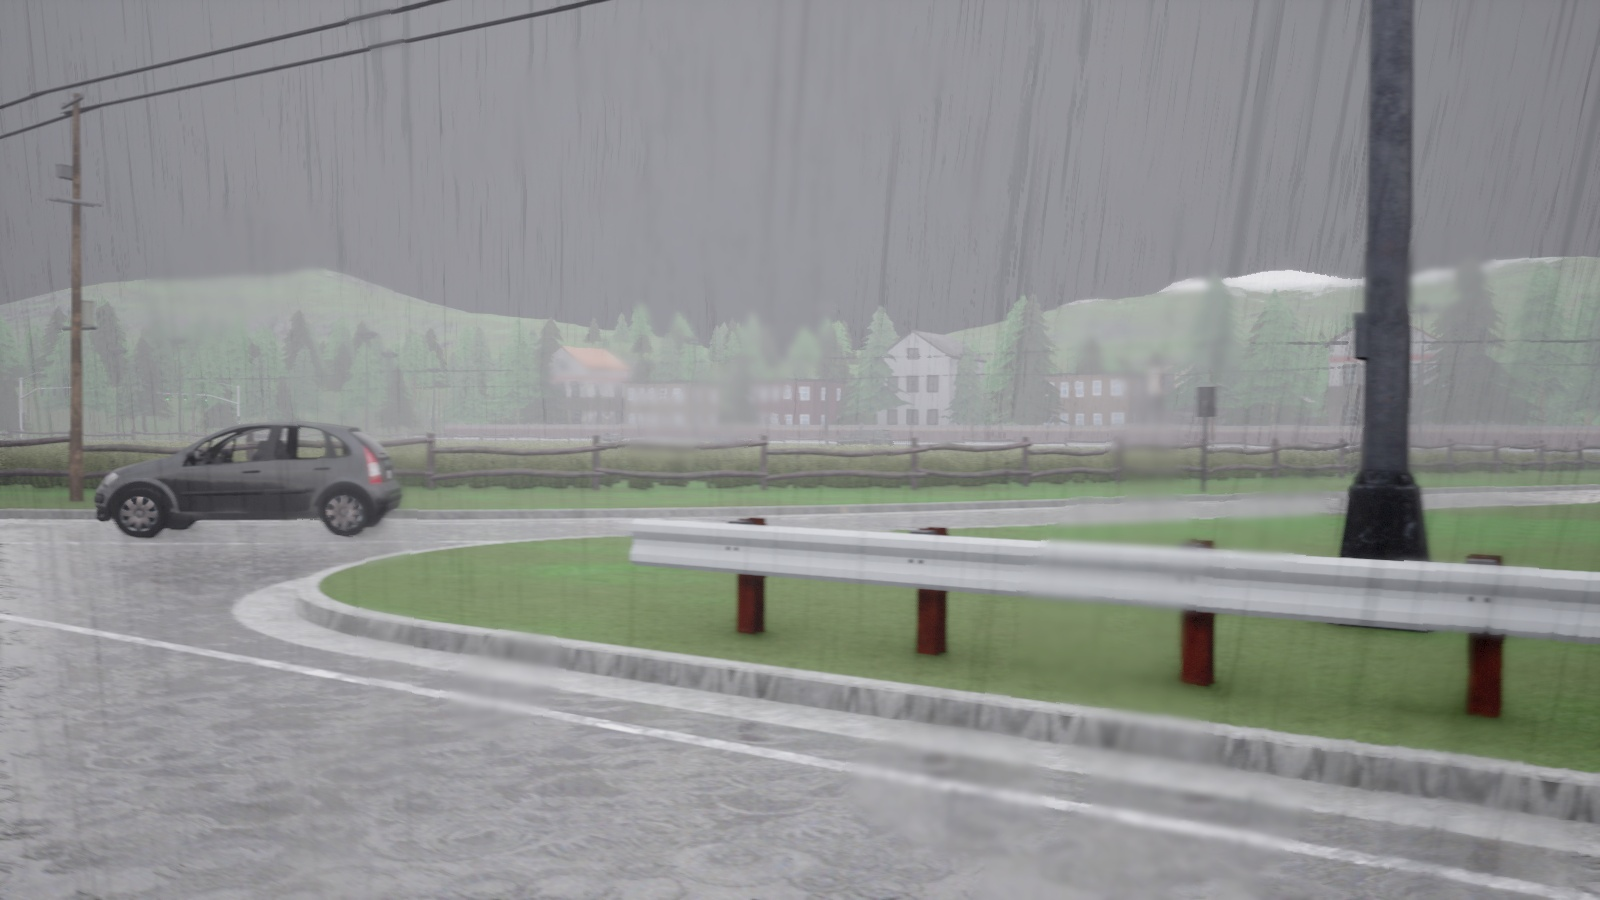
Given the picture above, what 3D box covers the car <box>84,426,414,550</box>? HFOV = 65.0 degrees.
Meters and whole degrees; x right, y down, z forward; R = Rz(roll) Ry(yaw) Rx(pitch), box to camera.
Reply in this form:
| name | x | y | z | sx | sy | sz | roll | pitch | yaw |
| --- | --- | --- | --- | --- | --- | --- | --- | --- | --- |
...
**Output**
| name | x | y | z | sx | sy | sz | roll | pitch | yaw |
| --- | --- | --- | --- | --- | --- | --- | --- | --- | --- |
| car | -7.736 | 0.497 | 18.005 | 3.988 | 1.617 | 1.851 | -1 | 1 | -10 |
